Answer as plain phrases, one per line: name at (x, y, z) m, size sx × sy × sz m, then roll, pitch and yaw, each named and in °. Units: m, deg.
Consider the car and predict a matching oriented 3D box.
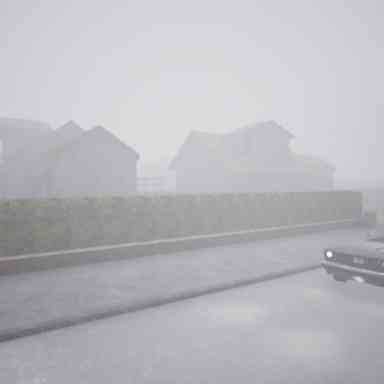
car at (5.276, 1.453, 8.080) m, size 4.718 × 1.301 × 1.895 m, roll -1°, pitch 1°, yaw -34°
